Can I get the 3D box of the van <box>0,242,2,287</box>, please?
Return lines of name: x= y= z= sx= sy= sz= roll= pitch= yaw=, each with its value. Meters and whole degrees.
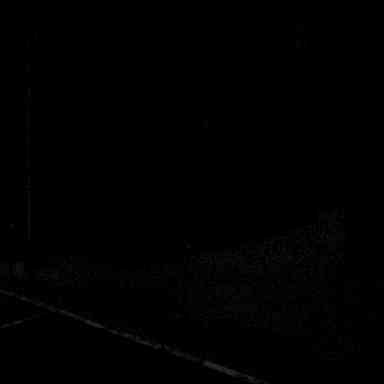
van: x=-5.763 y=1.339 z=7.182 sx=3.998 sy=1.788 sz=1.690 roll=0 pitch=0 yaw=35
